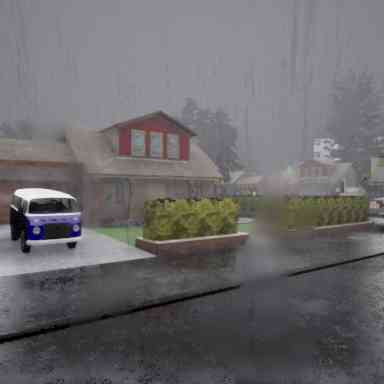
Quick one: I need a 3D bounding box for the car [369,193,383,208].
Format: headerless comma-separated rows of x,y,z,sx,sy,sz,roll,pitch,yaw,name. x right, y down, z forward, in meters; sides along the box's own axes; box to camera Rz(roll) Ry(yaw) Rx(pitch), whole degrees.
23.743,0.985,40.873,3.866,1.878,1.905,0,0,-1,car
